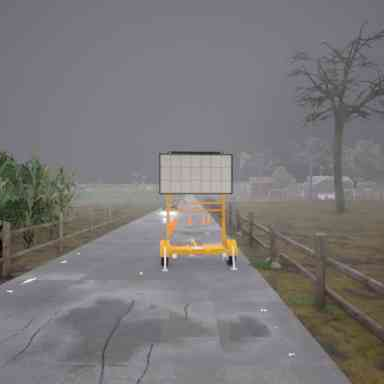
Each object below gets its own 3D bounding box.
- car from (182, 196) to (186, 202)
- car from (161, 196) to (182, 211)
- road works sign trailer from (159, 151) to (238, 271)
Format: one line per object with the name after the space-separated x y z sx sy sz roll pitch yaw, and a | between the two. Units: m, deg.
-2.719 1.990 91.025 1.837 1.490 4.892 0 -1 0 | car
-2.834 1.608 42.842 2.128 1.511 4.902 0 0 0 | car
0.115 0.476 10.977 2.380 3.560 2.880 0 0 -5 | road works sign trailer
